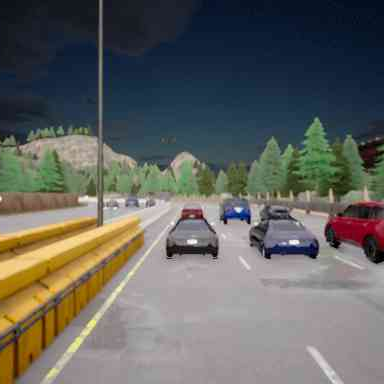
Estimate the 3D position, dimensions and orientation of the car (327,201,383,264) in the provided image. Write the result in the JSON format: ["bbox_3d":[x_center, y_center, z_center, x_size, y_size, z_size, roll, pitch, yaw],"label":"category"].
[{"bbox_3d":[7.009,1.359,12.568,2.150,2.045,5.566,0,0,0],"label":"car"}]

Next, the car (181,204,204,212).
[{"bbox_3d":[0.026,1.786,29.249,1.882,1.535,5.008,0,0,0],"label":"car"}]

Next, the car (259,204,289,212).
[{"bbox_3d":[7.019,1.809,28.500,1.837,1.490,4.892,0,0,0],"label":"car"}]

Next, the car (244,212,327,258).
[{"bbox_3d":[3.517,1.707,13.404,1.994,1.385,4.181,0,-1,0],"label":"car"}]

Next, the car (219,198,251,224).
[{"bbox_3d":[3.510,1.516,27.575,2.150,2.045,5.566,0,0,0],"label":"car"}]

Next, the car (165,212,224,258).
[{"bbox_3d":[0.019,1.708,13.505,1.994,1.385,4.181,0,0,0],"label":"car"}]
